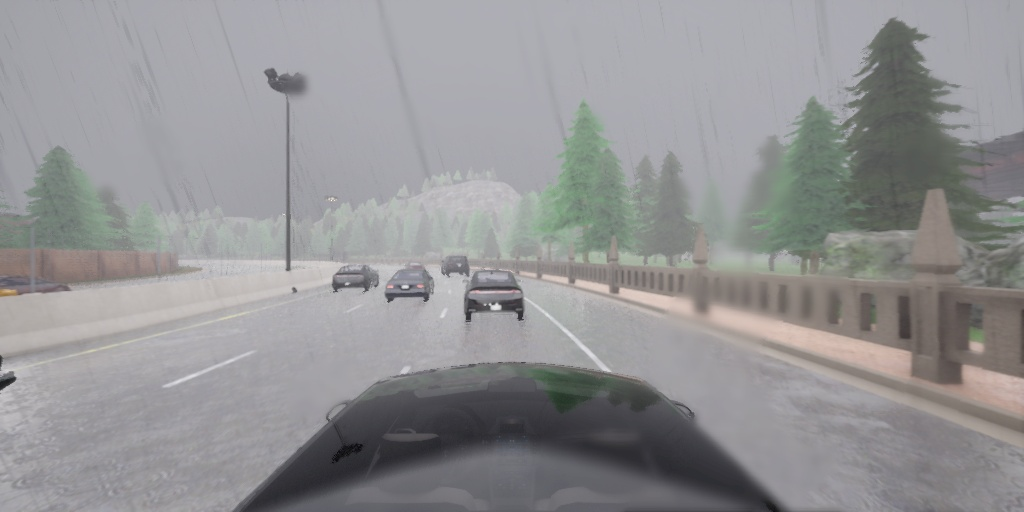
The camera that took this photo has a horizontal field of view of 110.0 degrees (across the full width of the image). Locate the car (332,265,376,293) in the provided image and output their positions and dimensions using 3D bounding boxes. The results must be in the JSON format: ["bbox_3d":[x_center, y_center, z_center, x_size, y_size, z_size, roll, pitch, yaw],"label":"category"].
[{"bbox_3d":[-9.116,1.260,21.203,2.128,1.511,4.902,0,0,-11],"label":"car"}]

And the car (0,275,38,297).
[{"bbox_3d":[-14.381,1.274,7.676,1.882,1.535,5.008,0,0,-4],"label":"car"}]

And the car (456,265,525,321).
[{"bbox_3d":[-0.702,1.236,12.503,2.128,1.511,4.902,0,0,-6],"label":"car"}]

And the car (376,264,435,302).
[{"bbox_3d":[-4.753,1.303,17.107,2.033,1.411,5.357,0,0,-9],"label":"car"}]

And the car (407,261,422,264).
[{"bbox_3d":[-10.340,1.286,38.016,1.812,1.442,4.674,0,0,-20],"label":"car"}]

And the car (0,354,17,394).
[{"bbox_3d":[-7.012,1.375,2.197,1.895,1.301,4.718,0,0,-1],"label":"car"}]

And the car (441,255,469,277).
[{"bbox_3d":[-5.646,0.967,35.426,2.150,2.045,5.566,0,0,-18],"label":"car"}]

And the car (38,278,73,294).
[{"bbox_3d":[-18.228,1.377,12.464,1.994,1.385,4.181,0,0,-7],"label":"car"}]
